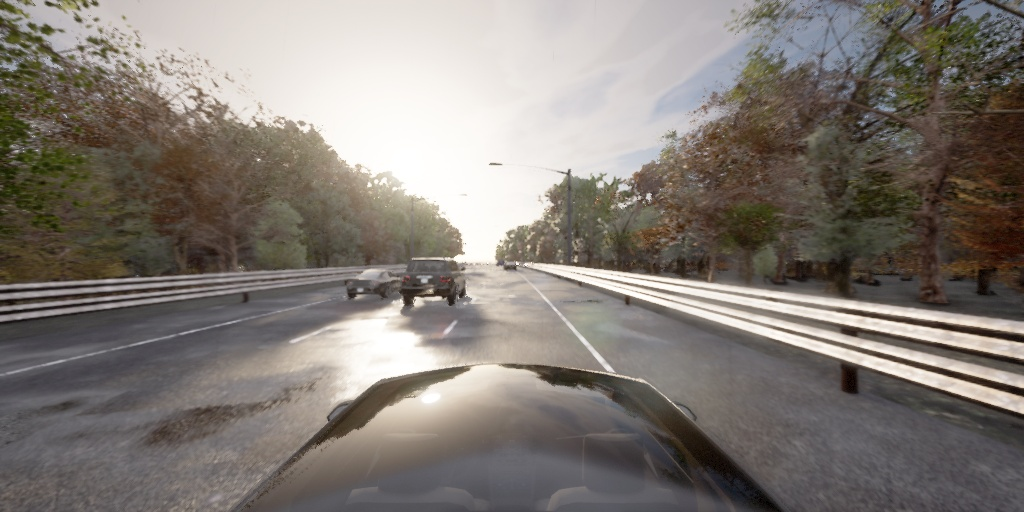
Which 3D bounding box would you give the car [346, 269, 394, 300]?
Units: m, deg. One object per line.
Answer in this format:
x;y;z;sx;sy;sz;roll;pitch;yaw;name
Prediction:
-7.011;1.420;18.826;1.812;1.442;4.674;0;0;-1;car

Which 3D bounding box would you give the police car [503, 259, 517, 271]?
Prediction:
-0.161;1.751;62.086;1.930;1.638;5.238;0;-1;-2;police car

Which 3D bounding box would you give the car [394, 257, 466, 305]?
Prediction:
-3.486;1.095;16.852;2.150;2.045;5.566;0;0;-1;car
